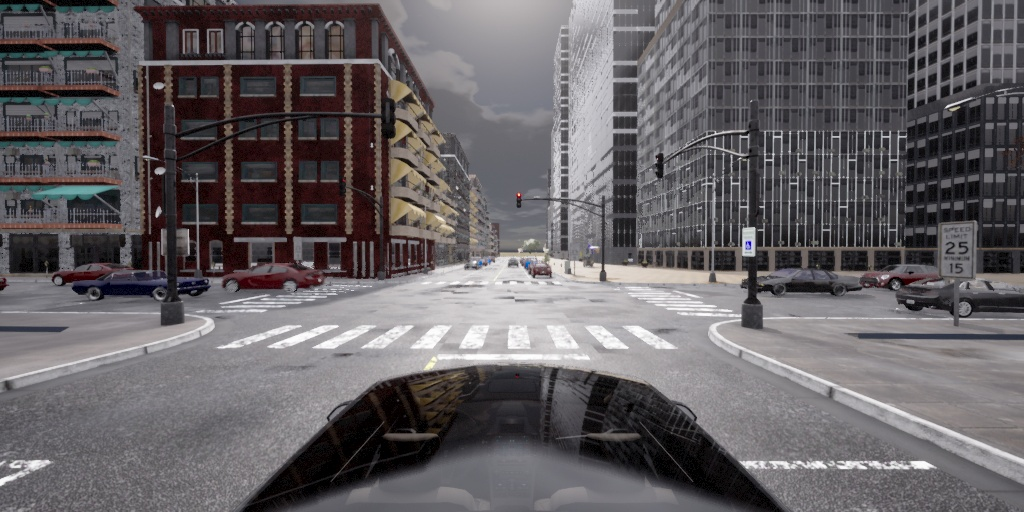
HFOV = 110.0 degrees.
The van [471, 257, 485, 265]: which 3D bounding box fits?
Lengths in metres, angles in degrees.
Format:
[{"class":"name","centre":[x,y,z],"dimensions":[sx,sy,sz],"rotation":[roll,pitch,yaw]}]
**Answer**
[{"class":"van","centre":[-5.574,1.031,55.972],"dimensions":[1.690,1.789,3.998],"rotation":[0,0,0]}]

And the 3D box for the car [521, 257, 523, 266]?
[{"class":"car","centre":[2.774,1.235,55.988],"dimensions":[1.888,1.381,4.507],"rotation":[0,0,0]}]

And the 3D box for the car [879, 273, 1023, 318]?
[{"class":"car","centre":[16.739,1.444,13.066],"dimensions":[4.403,1.370,2.007],"rotation":[0,0,1]}]

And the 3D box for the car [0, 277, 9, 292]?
[{"class":"car","centre":[-22.598,1.258,13.692],"dimensions":[4.507,1.381,1.888],"rotation":[0,0,1]}]

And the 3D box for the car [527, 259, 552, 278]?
[{"class":"car","centre":[2.725,1.269,33.404],"dimensions":[1.888,1.381,4.507],"rotation":[0,0,0]}]

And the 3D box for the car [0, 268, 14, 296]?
[{"class":"car","centre":[-26.523,1.254,16.463],"dimensions":[4.718,1.301,1.895],"rotation":[0,1,1]}]

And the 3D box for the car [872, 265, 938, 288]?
[{"class":"car","centre":[23.417,1.228,21.599],"dimensions":[4.097,1.591,1.967],"rotation":[0,0,1]}]

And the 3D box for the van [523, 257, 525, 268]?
[{"class":"van","centre":[2.762,1.040,50.342],"dimensions":[1.690,1.789,3.998],"rotation":[0,0,0]}]

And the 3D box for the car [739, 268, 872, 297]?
[{"class":"car","centre":[15.225,1.341,19.002],"dimensions":[5.357,1.411,2.033],"rotation":[0,1,1]}]

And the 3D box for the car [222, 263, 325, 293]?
[{"class":"car","centre":[-12.870,1.141,19.452],"dimensions":[5.008,1.535,1.882],"rotation":[0,1,1]}]

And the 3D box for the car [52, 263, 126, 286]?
[{"class":"car","centre":[-25.812,1.108,22.356],"dimensions":[4.507,1.381,1.888],"rotation":[0,0,1]}]

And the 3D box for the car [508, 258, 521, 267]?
[{"class":"car","centre":[0.235,1.276,64.045],"dimensions":[1.895,1.301,4.718],"rotation":[0,0,0]}]

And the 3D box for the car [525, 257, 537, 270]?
[{"class":"car","centre":[2.738,1.156,39.049],"dimensions":[1.967,1.591,4.097],"rotation":[0,0,0]}]

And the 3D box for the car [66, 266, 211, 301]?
[{"class":"car","centre":[-16.644,1.298,16.304],"dimensions":[4.718,1.301,1.895],"rotation":[0,1,1]}]

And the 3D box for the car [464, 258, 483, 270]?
[{"class":"car","centre":[-5.586,1.265,50.326],"dimensions":[1.948,1.339,4.313],"rotation":[0,0,0]}]
